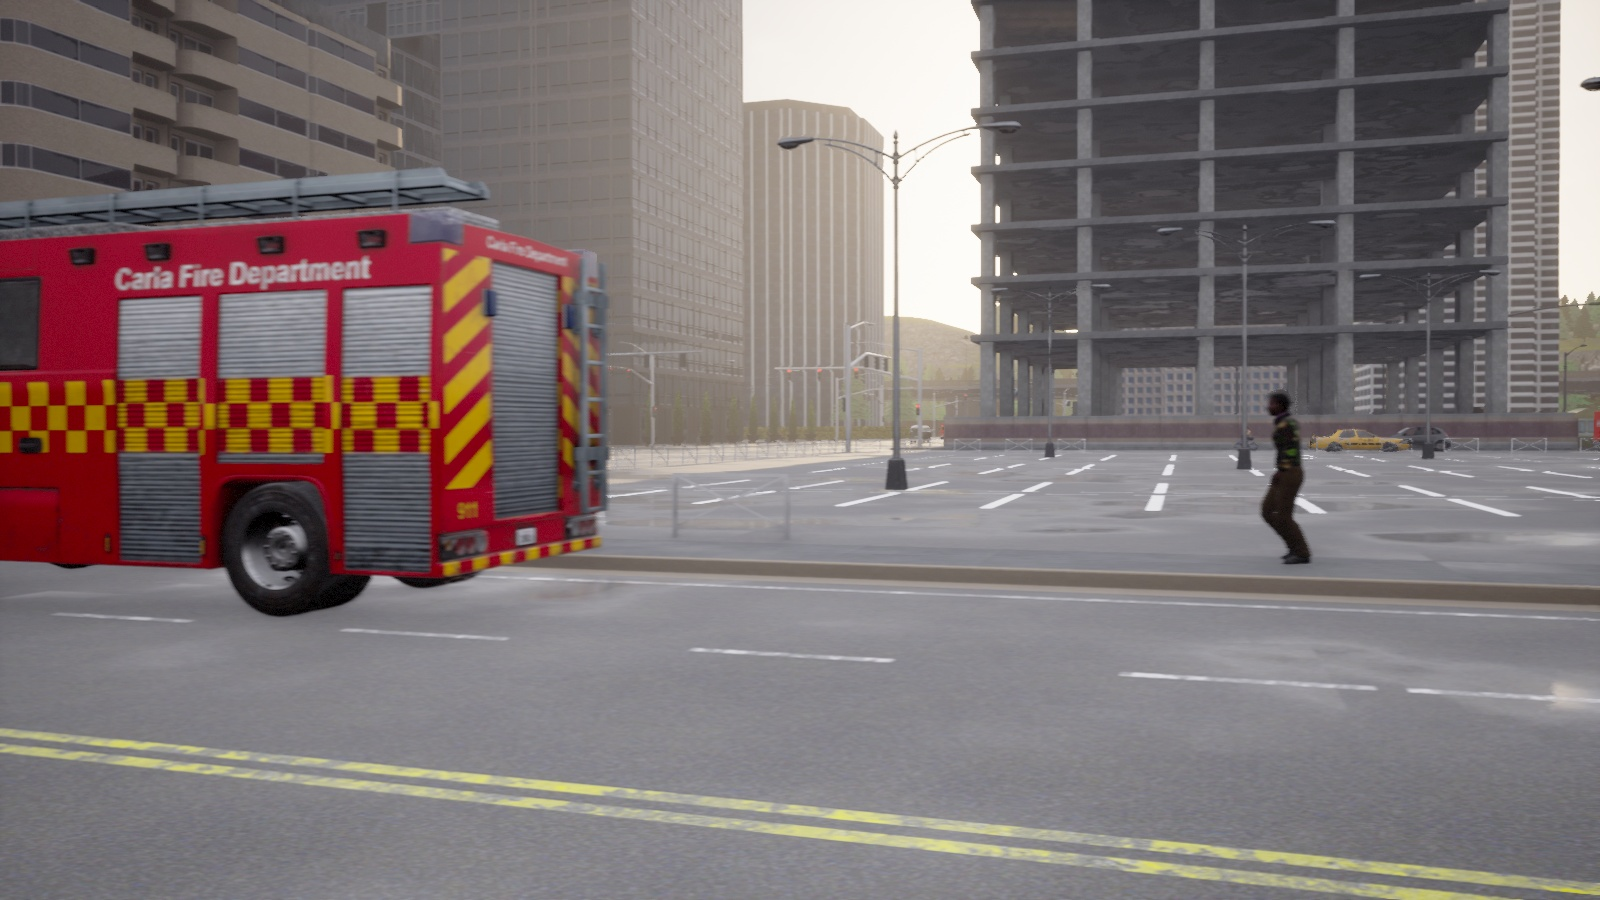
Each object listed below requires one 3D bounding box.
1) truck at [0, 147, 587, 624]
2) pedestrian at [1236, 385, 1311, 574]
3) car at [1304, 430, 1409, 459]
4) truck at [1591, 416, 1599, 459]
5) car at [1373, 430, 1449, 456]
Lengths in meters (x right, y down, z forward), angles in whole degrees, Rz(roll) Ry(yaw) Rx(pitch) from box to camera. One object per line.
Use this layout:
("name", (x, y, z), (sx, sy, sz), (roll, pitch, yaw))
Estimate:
("truck", (-6.650, -0.568, 12.767), (8.468, 3.827, 2.891), (1, 1, 18))
("pedestrian", (4.930, 0.294, 13.100), (0.692, 1.930, 0.395), (1, 1, 19))
("car", (32.154, -0.333, 72.688), (5.366, 1.575, 1.801), (0, 1, 17))
("truck", (48.429, -0.677, 71.435), (5.204, 2.467, 2.627), (0, 1, 15))
("car", (38.043, -0.441, 78.225), (3.988, 1.617, 1.851), (0, 1, 17))
